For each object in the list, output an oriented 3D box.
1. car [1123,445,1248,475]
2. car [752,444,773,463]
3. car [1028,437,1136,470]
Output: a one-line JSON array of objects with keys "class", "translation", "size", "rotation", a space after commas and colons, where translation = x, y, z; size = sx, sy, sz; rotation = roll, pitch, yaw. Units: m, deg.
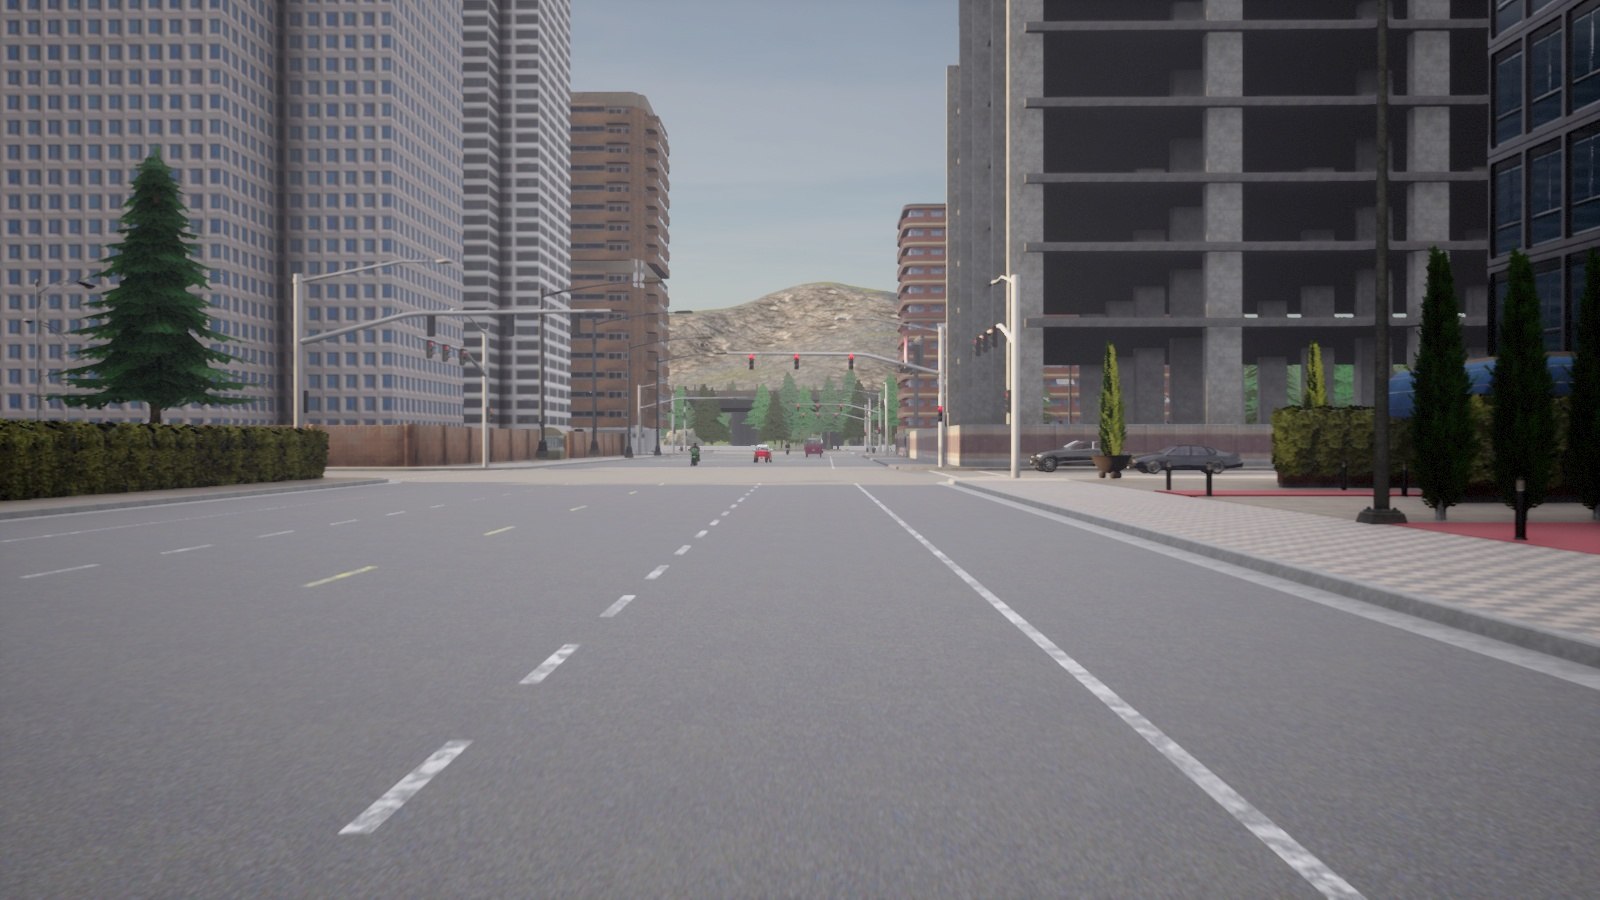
[{"class": "car", "translation": [18.394, 0.470, 60.135], "size": [5.357, 1.411, 2.033], "rotation": [0, 0, 1]}, {"class": "car", "translation": [-2.838, 0.262, 95.310], "size": [1.481, 1.376, 2.207], "rotation": [0, 1, 1]}, {"class": "car", "translation": [14.246, 0.178, 63.685], "size": [5.027, 1.651, 2.152], "rotation": [0, 0, 1]}]
